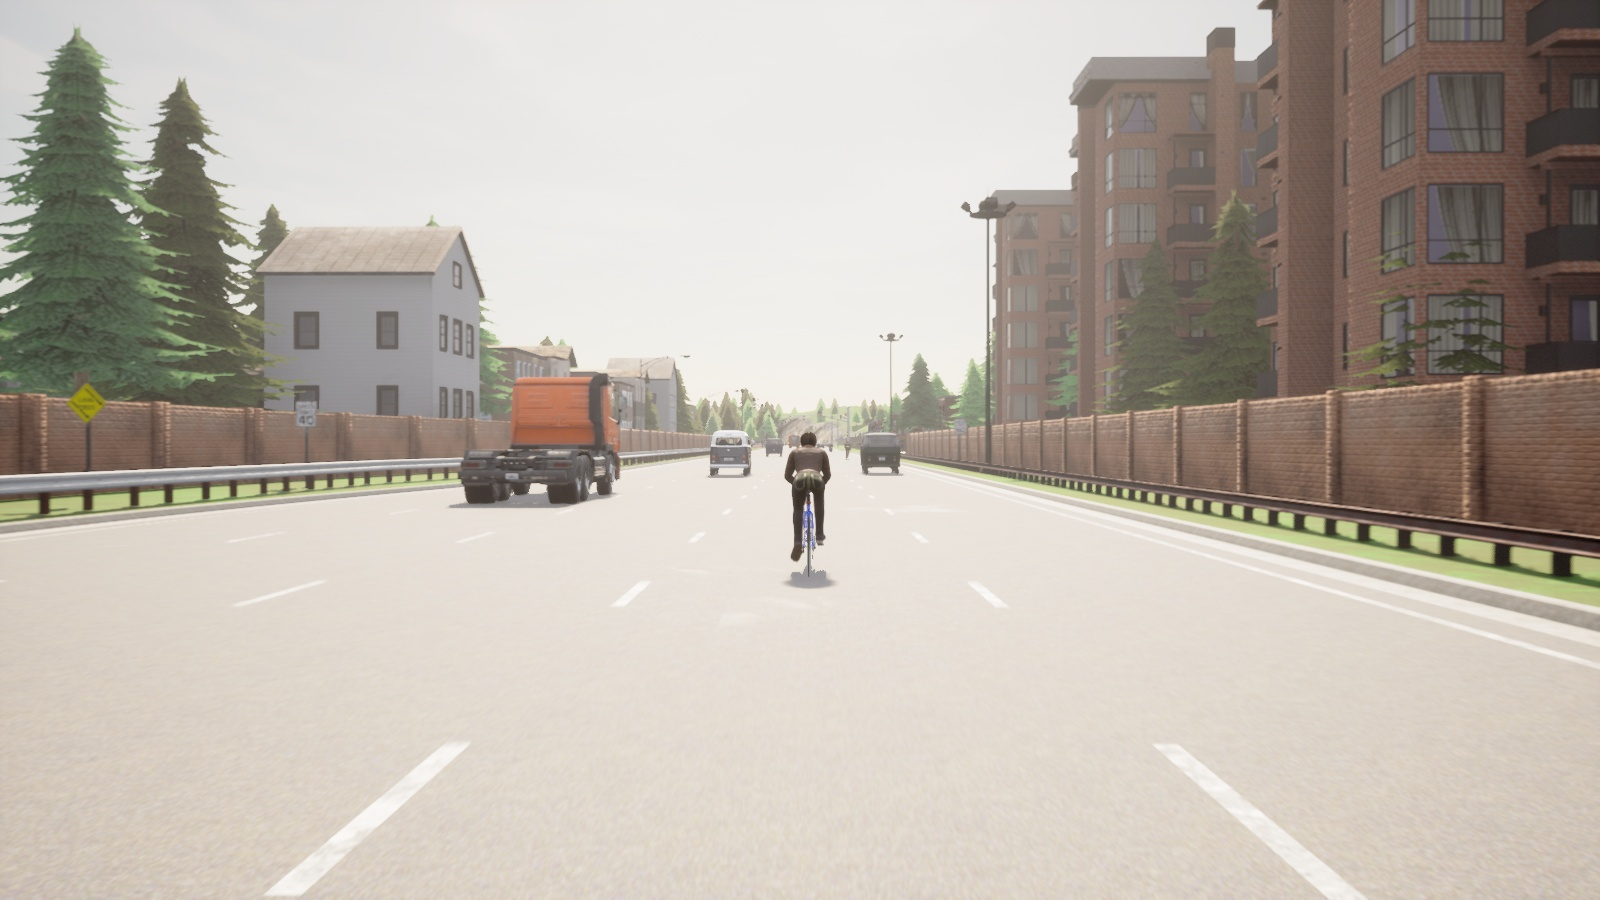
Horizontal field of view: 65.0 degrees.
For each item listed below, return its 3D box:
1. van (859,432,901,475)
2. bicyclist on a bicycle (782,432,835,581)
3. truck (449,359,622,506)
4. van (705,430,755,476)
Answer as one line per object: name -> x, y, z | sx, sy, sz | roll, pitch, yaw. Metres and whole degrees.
van -> 3.862, 0.142, 61.041 | 1.775, 1.987, 4.442 | 0, 0, 0
bicyclist on a bicycle -> 0.098, 0.614, 14.492 | 0.582, 1.620, 1.656 | 0, 0, 0
truck -> -6.793, -0.438, 33.543 | 2.891, 3.462, 7.936 | 0, 0, 0
van -> -3.158, 0.127, 57.683 | 2.069, 2.038, 4.480 | 0, 0, 0
